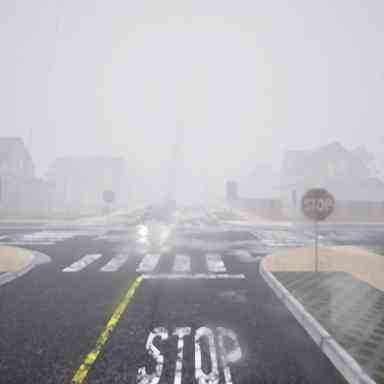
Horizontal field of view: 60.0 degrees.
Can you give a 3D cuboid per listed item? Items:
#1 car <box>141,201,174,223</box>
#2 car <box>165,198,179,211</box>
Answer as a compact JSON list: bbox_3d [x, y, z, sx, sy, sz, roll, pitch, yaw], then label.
[{"bbox_3d":[-2.692,1.607,25.249,1.895,1.301,4.718,0,0,0],"label":"car"},{"bbox_3d":[-2.655,1.572,40.908,1.837,1.490,4.892,0,0,0],"label":"car"}]
